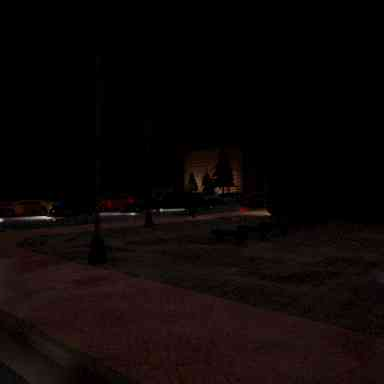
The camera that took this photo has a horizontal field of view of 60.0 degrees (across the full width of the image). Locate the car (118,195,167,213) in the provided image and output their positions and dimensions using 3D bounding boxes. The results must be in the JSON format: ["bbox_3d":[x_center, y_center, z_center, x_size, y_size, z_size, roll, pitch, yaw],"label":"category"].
[{"bbox_3d":[-5.564,1.478,38.232,1.882,1.535,5.008,0,0,40],"label":"car"}]

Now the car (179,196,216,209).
[{"bbox_3d":[0.836,1.601,45.816,1.895,1.301,4.718,0,0,40],"label":"car"}]

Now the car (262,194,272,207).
[{"bbox_3d":[12.734,1.492,48.797,2.128,1.511,4.902,0,0,40],"label":"car"}]

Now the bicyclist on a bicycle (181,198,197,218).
[{"bbox_3d":[-0.259,1.301,26.703,1.656,1.620,0.582,0,0,40],"label":"bicyclist on a bicycle"}]

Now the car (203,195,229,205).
[{"bbox_3d":[3.642,1.564,54.530,1.994,1.385,4.181,0,0,41],"label":"car"}]

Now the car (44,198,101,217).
[{"bbox_3d":[-11.223,1.564,31.508,1.994,1.385,4.181,0,0,40],"label":"car"}]

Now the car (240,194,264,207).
[{"bbox_3d":[9.084,1.505,49.985,1.837,1.490,4.892,0,0,41],"label":"car"}]

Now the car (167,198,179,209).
[{"bbox_3d":[-2.870,1.547,46.863,2.033,1.411,5.357,0,0,40],"label":"car"}]

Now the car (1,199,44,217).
[{"bbox_3d":[-15.875,1.478,31.427,1.882,1.535,5.008,0,0,40],"label":"car"}]

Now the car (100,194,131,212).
[{"bbox_3d":[-9.474,1.221,39.022,2.150,2.045,5.566,0,0,41],"label":"car"}]
